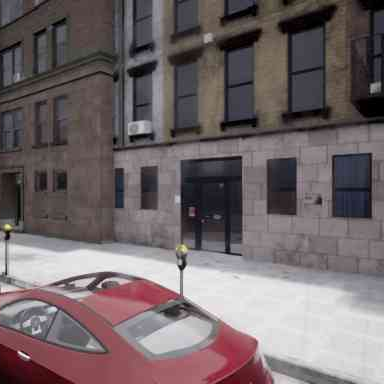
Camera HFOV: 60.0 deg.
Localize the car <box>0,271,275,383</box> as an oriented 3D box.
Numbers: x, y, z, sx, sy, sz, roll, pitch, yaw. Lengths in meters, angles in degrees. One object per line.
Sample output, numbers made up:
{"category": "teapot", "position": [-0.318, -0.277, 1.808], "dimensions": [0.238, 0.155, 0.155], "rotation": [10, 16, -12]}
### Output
{"category": "car", "position": [-1.213, 1.582, 3.684], "dimensions": [4.206, 1.307, 1.802], "rotation": [0, 0, 36]}
